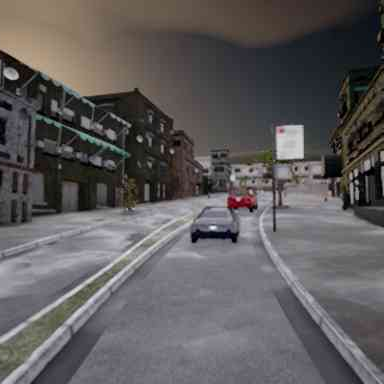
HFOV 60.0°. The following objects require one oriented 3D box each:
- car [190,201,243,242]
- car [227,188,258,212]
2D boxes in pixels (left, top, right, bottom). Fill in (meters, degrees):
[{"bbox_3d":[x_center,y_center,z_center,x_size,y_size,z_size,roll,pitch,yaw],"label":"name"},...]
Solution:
[{"bbox_3d":[1.148,1.329,15.024,1.994,1.385,4.181,-1,1,9],"label":"car"},{"bbox_3d":[4.534,0.652,29.605,2.150,2.045,5.566,-1,1,17],"label":"car"}]
